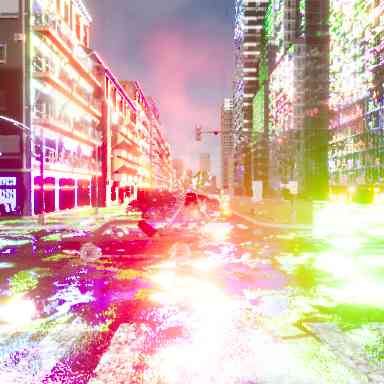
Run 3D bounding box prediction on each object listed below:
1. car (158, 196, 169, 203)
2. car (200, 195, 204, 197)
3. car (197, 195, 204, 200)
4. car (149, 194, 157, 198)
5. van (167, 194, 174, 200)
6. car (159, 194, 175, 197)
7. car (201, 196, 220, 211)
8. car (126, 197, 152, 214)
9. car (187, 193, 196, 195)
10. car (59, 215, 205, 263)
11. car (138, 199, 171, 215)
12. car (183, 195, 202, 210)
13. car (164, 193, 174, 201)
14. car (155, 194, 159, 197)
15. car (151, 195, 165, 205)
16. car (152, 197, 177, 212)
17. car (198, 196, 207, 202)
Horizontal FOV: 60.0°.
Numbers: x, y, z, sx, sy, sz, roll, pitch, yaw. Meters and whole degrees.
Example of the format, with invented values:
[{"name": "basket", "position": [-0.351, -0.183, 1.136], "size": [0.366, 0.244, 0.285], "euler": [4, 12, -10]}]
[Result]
[{"name": "car", "position": [-5.911, 1.584, 69.249], "size": [1.802, 1.307, 4.206], "euler": [-1, 0, 0]}, {"name": "car", "position": [2.453, 1.551, 63.682], "size": [2.008, 1.369, 4.403], "euler": [-1, 0, 0]}, {"name": "car", "position": [2.366, 1.535, 92.098], "size": [1.752, 1.417, 4.829], "euler": [-1, 0, 0]}, {"name": "car", "position": [-5.826, 1.436, 41.004], "size": [1.967, 1.590, 4.097], "euler": [-1, 0, 0]}, {"name": "van", "position": [-5.982, 1.350, 91.843], "size": [1.690, 1.788, 3.998], "euler": [-1, 0, 0]}, {"name": "car", "position": [-3.237, 1.488, 49.189], "size": [2.128, 1.511, 4.902], "euler": [0, 0, 0]}, {"name": "car", "position": [2.522, 1.540, 41.086], "size": [1.887, 1.381, 4.507], "euler": [-1, 0, 0]}, {"name": "car", "position": [-5.808, 1.540, 35.355], "size": [1.887, 1.381, 4.507], "euler": [-1, 0, 0]}, {"name": "car", "position": [-0.112, 1.223, 69.850], "size": [2.150, 2.045, 5.566], "euler": [0, 0, 0]}, {"name": "car", "position": [-1.921, 1.623, 11.509], "size": [4.718, 1.301, 1.895], "euler": [0, 1, 0]}, {"name": "car", "position": [-3.187, 1.560, 29.141], "size": [1.994, 1.385, 4.181], "euler": [0, 0, 0]}, {"name": "car", "position": [-0.036, 1.500, 42.777], "size": [1.837, 1.490, 4.892], "euler": [0, 0, 0]}, {"name": "car", "position": [-5.966, 1.322, 86.195], "size": [2.192, 1.841, 5.009], "euler": [-1, 0, 0]}, {"name": "car", "position": [-5.863, 1.312, 52.302], "size": [2.192, 1.841, 5.009], "euler": [-1, 0, 0]}, {"name": "car", "position": [-5.878, 1.439, 57.950], "size": [1.967, 1.590, 4.097], "euler": [-1, 0, 0]}, {"name": "car", "position": [-3.207, 1.560, 39.067], "size": [1.994, 1.385, 4.181], "euler": [0, 0, 0]}, {"name": "car", "position": [2.419, 1.548, 74.980], "size": [1.887, 1.381, 4.507], "euler": [-1, 0, 0]}]
